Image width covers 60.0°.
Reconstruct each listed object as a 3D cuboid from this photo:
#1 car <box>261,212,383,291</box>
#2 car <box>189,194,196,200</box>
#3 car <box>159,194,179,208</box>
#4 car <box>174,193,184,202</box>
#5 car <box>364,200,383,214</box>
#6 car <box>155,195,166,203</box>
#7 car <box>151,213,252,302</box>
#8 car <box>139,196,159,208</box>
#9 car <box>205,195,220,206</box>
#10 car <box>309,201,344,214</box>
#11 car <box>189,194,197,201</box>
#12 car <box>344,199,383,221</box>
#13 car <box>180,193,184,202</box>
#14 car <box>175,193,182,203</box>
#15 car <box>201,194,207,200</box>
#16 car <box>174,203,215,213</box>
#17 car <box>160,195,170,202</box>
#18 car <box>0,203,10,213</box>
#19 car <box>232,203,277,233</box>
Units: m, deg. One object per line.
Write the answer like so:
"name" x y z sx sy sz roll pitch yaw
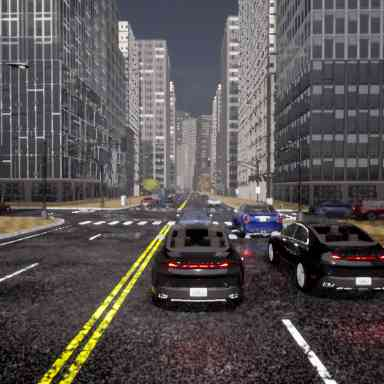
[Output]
"car" 3.373 1.502 8.944 1.837 1.490 4.892 0 0 0
"car" 0.230 1.400 90.173 1.882 1.535 5.008 0 0 0
"car" -3.218 1.478 48.268 1.837 1.490 4.892 0 0 0
"car" -3.052 1.165 77.880 2.150 2.045 5.566 0 0 0
"car" 21.903 1.648 36.778 4.829 1.417 1.752 1 0 1
"car" -6.347 1.430 67.649 1.882 1.535 5.008 0 0 0
"car" 0.119 1.502 8.238 1.837 1.490 4.892 0 0 0
"car" -6.463 1.498 49.040 1.812 1.442 4.674 0 0 2
"car" 3.410 1.570 52.538 1.895 1.301 4.718 0 0 1
"car" 14.284 1.662 34.298 4.181 1.385 1.994 0 1 0
"car" 0.204 1.461 80.178 1.812 1.442 4.674 0 0 0
"car" 16.273 1.523 28.506 5.009 1.841 2.192 1 0 1
"car" -3.103 1.478 67.428 1.812 1.442 4.674 0 0 1
"car" -3.187 1.469 57.607 1.837 1.490 4.892 0 0 0
"car" 3.477 1.424 89.150 1.837 1.490 4.892 0 0 0
"car" 0.145 1.540 17.792 2.033 1.411 5.357 0 0 0
"car" -6.302 1.464 77.919 1.812 1.442 4.674 0 0 0
"car" -20.033 1.320 31.787 5.008 1.535 1.882 1 1 1
"car" 3.394 1.345 18.027 2.097 1.767 4.553 0 0 0
